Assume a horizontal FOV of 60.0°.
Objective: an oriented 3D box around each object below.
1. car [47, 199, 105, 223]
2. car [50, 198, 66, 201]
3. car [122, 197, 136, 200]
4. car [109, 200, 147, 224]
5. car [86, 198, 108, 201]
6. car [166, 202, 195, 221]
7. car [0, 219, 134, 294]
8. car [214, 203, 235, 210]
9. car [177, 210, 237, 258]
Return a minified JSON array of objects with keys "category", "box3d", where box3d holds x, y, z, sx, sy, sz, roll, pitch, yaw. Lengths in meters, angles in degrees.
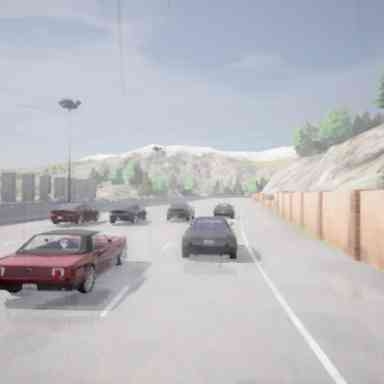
[{"category":"car","box3d":[-8.530,1.576,24.765,1.882,1.535,5.008,0,0,8]},{"category":"car","box3d":[-24.277,1.736,60.173,1.812,1.442,4.674,0,0,10]},{"category":"car","box3d":[-12.622,1.677,65.830,2.128,1.511,4.902,0,0,10]},{"category":"car","box3d":[-4.853,1.628,25.797,1.837,1.490,4.892,0,0,8]},{"category":"car","box3d":[-16.995,1.803,61.167,1.812,1.442,4.674,0,1,10]},{"category":"car","box3d":[-0.932,1.663,28.682,1.837,1.490,4.892,0,0,8]},{"category":"car","box3d":[-3.110,1.636,8.856,1.895,1.301,4.718,0,0,3]},{"category":"car","box3d":[3.121,1.760,32.269,1.994,1.385,4.181,0,0,8]},{"category":"car","box3d":[0.726,1.642,13.130,1.994,1.385,4.181,0,0,5]}]
